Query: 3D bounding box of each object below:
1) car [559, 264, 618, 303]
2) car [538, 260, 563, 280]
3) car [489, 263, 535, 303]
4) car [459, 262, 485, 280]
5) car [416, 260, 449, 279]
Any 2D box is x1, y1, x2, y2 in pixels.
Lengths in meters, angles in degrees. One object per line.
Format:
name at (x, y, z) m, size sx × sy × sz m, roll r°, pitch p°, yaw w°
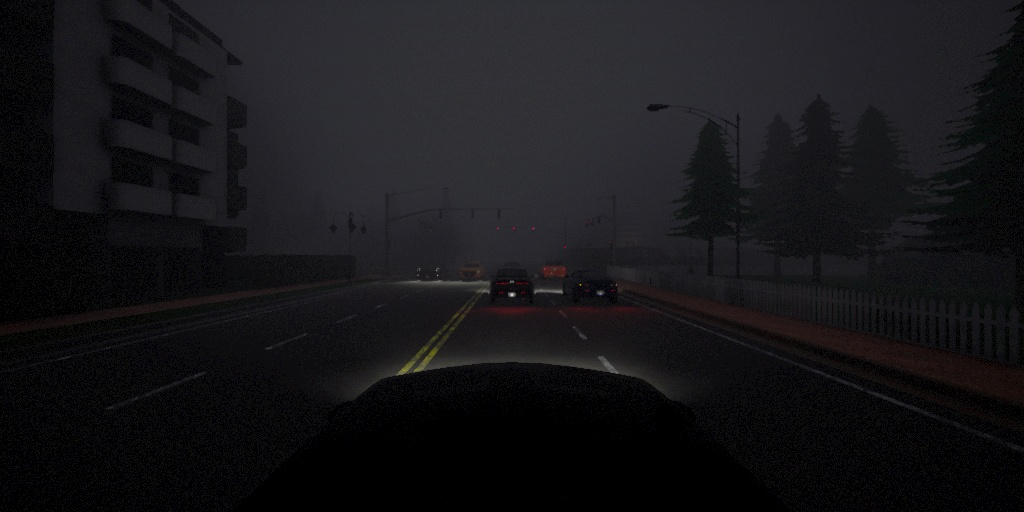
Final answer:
car at (3.500, 1.282, 16.500) m, size 1.812 × 1.442 × 4.674 m, roll 0°, pitch 0°, yaw 0°
car at (3.500, 1.115, 31.470) m, size 2.097 × 1.767 × 4.553 m, roll 0°, pitch 0°, yaw 0°
car at (0.000, 1.265, 16.500) m, size 1.837 × 1.490 × 4.892 m, roll 0°, pitch 0°, yaw 0°
car at (-3.500, 1.261, 31.870) m, size 1.882 × 1.535 × 5.008 m, roll 0°, pitch 0°, yaw 0°
car at (-7.000, 1.153, 31.900) m, size 2.097 × 1.767 × 4.553 m, roll 0°, pitch 0°, yaw 0°
